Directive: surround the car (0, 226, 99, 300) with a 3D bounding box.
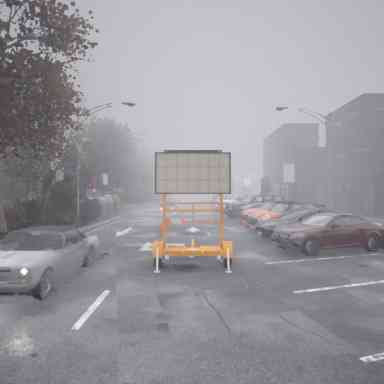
[{"bbox_3d":[-3.931,1.601,8.501,1.895,1.301,4.718,0,0,0],"label":"car"}]

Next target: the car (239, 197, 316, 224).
[{"bbox_3d":[5.393,1.366,18.948,4.553,1.767,2.185,1,0,-20],"label":"car"}]

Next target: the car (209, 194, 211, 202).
[{"bbox_3d":[5.580,1.447,51.972,4.553,1.767,2.185,1,0,-20],"label":"car"}]

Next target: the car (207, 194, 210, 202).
[{"bbox_3d":[5.552,1.584,54.975,5.008,1.535,2.097,1,-1,-20],"label":"car"}]

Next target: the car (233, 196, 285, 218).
[{"bbox_3d":[5.409,1.370,21.949,4.553,1.767,2.185,1,0,-20],"label":"car"}]

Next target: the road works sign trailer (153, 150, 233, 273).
[{"bbox_3d":[0.028,0.465,10.679,2.380,3.560,2.880,0,0,0],"label":"road works sign trailer"}]

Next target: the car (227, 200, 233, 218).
[{"bbox_3d":[5.389,1.539,24.946,4.674,1.452,2.002,1,0,-20],"label":"car"}]

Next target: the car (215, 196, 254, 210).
[{"bbox_3d":[5.468,1.414,42.954,4.553,1.767,2.185,1,0,-20],"label":"car"}]

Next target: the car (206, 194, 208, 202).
[{"bbox_3d":[5.620,1.392,70.013,5.566,2.045,2.435,1,0,-20],"label":"car"}]

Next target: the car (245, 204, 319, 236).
[{"bbox_3d":[5.319,1.518,15.928,4.792,1.488,2.163,1,0,-20],"label":"car"}]

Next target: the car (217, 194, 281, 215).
[{"bbox_3d":[5.400,1.252,27.924,5.566,2.045,2.435,1,0,-20],"label":"car"}]

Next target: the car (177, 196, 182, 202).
[{"bbox_3d":[-3.565,1.733,82.461,1.812,1.442,4.674,0,0,4],"label":"car"}]

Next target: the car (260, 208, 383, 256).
[{"bbox_3d":[5.337,1.528,12.936,4.674,1.452,2.002,1,0,-20],"label":"car"}]

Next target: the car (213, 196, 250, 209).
[{"bbox_3d":[5.485,1.425,45.956,4.553,1.767,2.185,1,0,-20],"label":"car"}]

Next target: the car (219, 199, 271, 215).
[{"bbox_3d":[5.417,1.545,33.939,4.792,1.488,2.163,1,0,-20],"label":"car"}]

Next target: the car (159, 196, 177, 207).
[{"bbox_3d":[-3.951,1.441,52.644,2.097,1.767,4.553,0,0,0],"label":"car"}]

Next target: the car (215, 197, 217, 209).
[{"bbox_3d":[5.254,1.504,30.882,5.366,1.575,1.946,1,0,-20],"label":"car"}]

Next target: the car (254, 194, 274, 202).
[{"bbox_3d":[18.635,1.464,85.965,2.435,2.045,5.566,0,0,-21],"label":"car"}]

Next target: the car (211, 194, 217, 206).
[{"bbox_3d":[5.441,1.271,36.941,5.566,2.045,2.435,1,0,-20],"label":"car"}]
